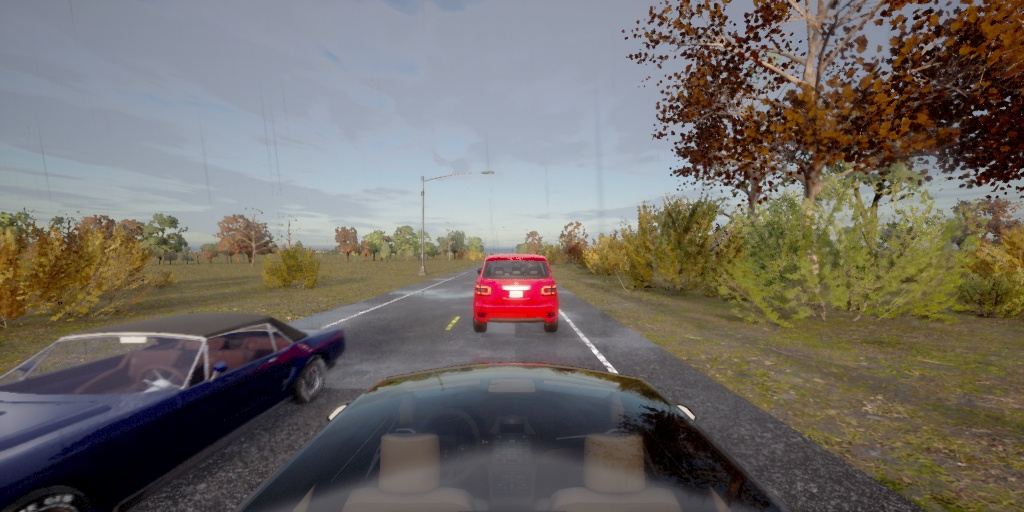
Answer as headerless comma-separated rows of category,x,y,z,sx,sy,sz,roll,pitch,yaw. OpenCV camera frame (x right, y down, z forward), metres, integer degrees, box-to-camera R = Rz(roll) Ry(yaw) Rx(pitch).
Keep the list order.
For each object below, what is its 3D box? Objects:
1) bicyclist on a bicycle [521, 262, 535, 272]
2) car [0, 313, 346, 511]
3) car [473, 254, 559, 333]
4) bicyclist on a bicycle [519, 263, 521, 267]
bicyclist on a bicycle,0.935,1.114,18.621,0.659,1.776,1.843,0,0,0
car,-3.603,1.350,3.544,1.895,1.301,4.718,0,0,0
car,0.087,0.968,10.915,2.150,2.045,5.566,0,0,0
bicyclist on a bicycle,0.891,1.111,28.634,0.659,1.776,1.843,0,0,0
